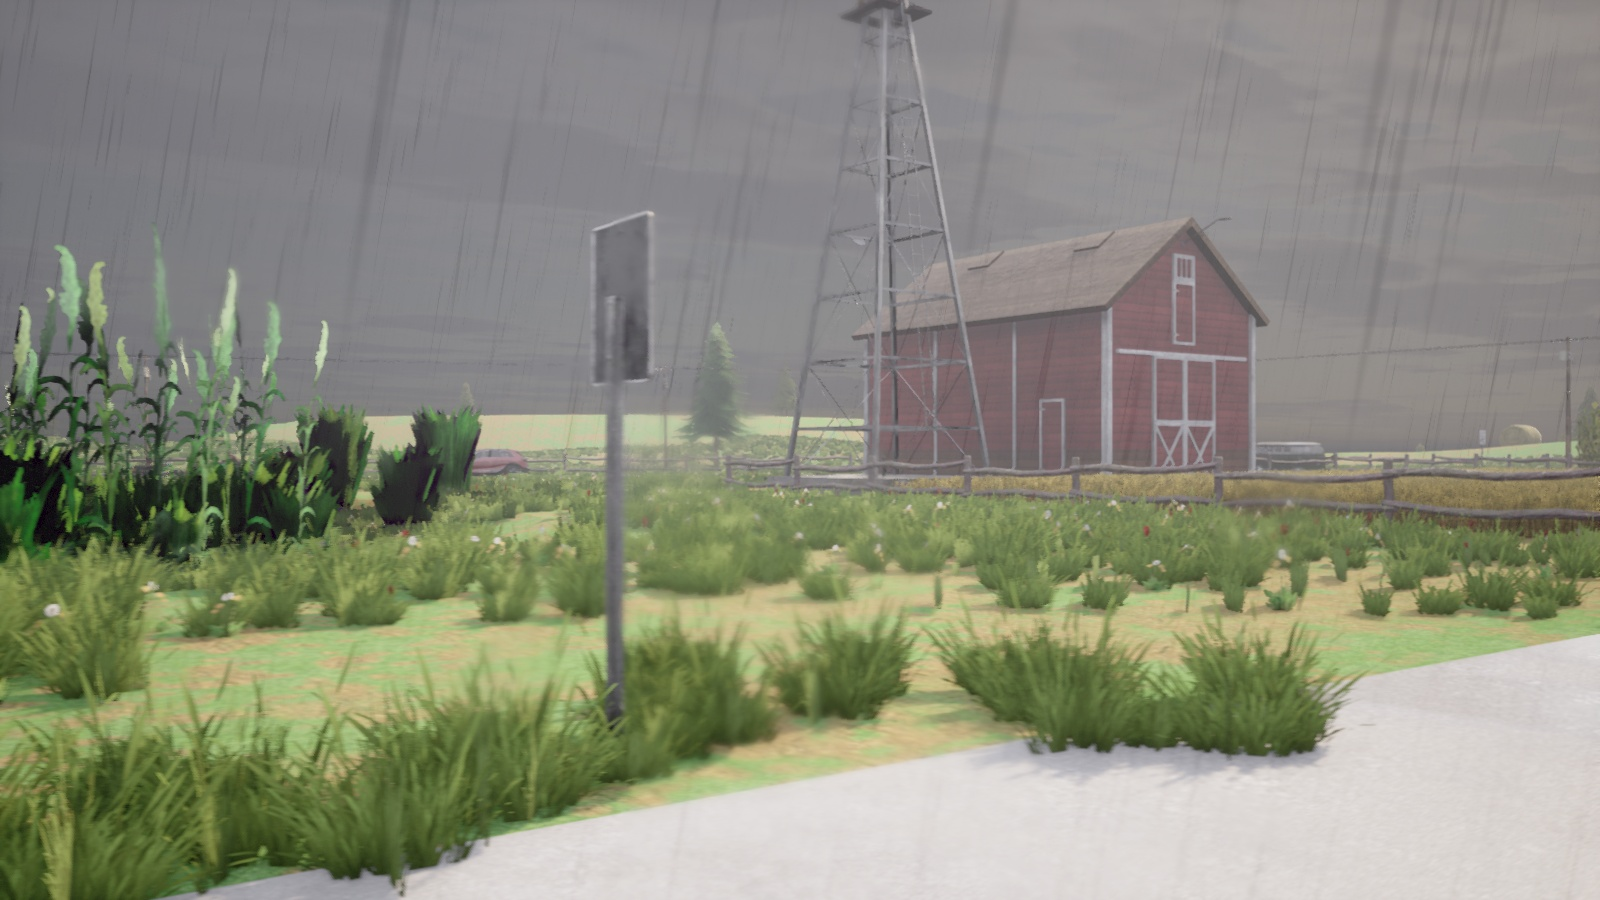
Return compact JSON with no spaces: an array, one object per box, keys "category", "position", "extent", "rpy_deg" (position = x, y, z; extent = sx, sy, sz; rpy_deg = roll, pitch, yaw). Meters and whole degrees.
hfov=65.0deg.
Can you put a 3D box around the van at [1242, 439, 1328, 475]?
[{"category":"van","position":[28.160,0.394,73.038],"extent":[1.775,1.987,4.442],"rpy_deg":[0,0,-35]}]

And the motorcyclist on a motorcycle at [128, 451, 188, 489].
[{"category":"motorcyclist on a motorcycle","position":[-28.440,0.863,55.647],"extent":[2.350,1.649,0.766],"rpy_deg":[0,0,-29]}]

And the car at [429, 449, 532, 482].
[{"category":"car","position":[-16.742,0.790,65.854],"extent":[4.856,1.649,2.033],"rpy_deg":[0,0,-29]}]
